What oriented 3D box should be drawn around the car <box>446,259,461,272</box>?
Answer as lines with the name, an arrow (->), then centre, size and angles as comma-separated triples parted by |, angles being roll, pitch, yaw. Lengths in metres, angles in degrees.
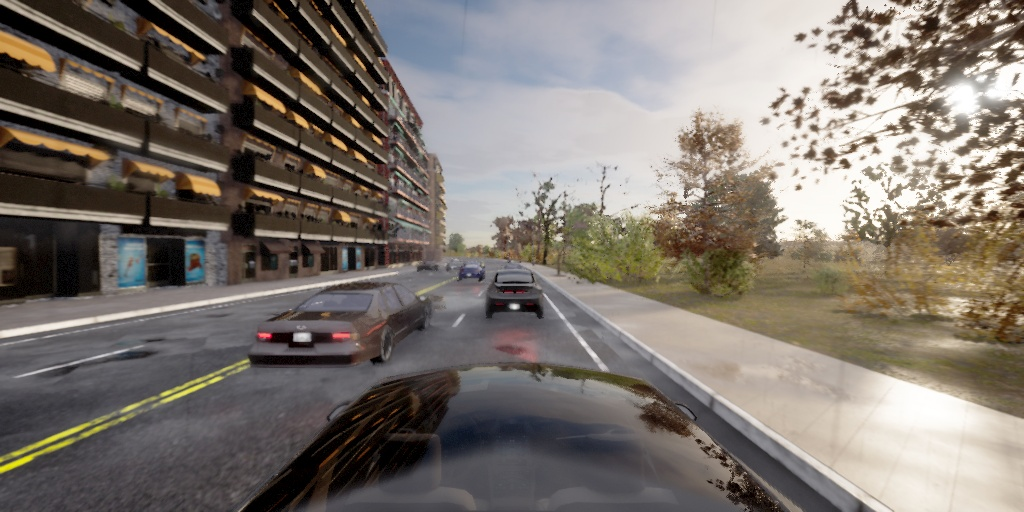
car -> -6.668, 1.141, 42.679 | 2.128, 1.511, 4.902 | 0, 0, -1

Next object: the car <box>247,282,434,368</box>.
car -> -3.183, 1.280, 7.975 | 2.033, 1.411, 5.357 | 0, 0, 0

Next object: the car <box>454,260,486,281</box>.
car -> -3.158, 1.206, 28.766 | 1.812, 1.442, 4.674 | 0, 0, 0

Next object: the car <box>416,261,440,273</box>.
car -> -9.910, 1.250, 42.472 | 1.895, 1.301, 4.718 | 0, 0, -1

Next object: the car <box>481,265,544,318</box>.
car -> 0.088, 1.224, 12.843 | 1.837, 1.490, 4.892 | 0, 0, 0

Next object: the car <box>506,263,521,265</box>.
car -> 0.090, 1.246, 28.103 | 1.994, 1.385, 4.181 | 0, 0, 0
